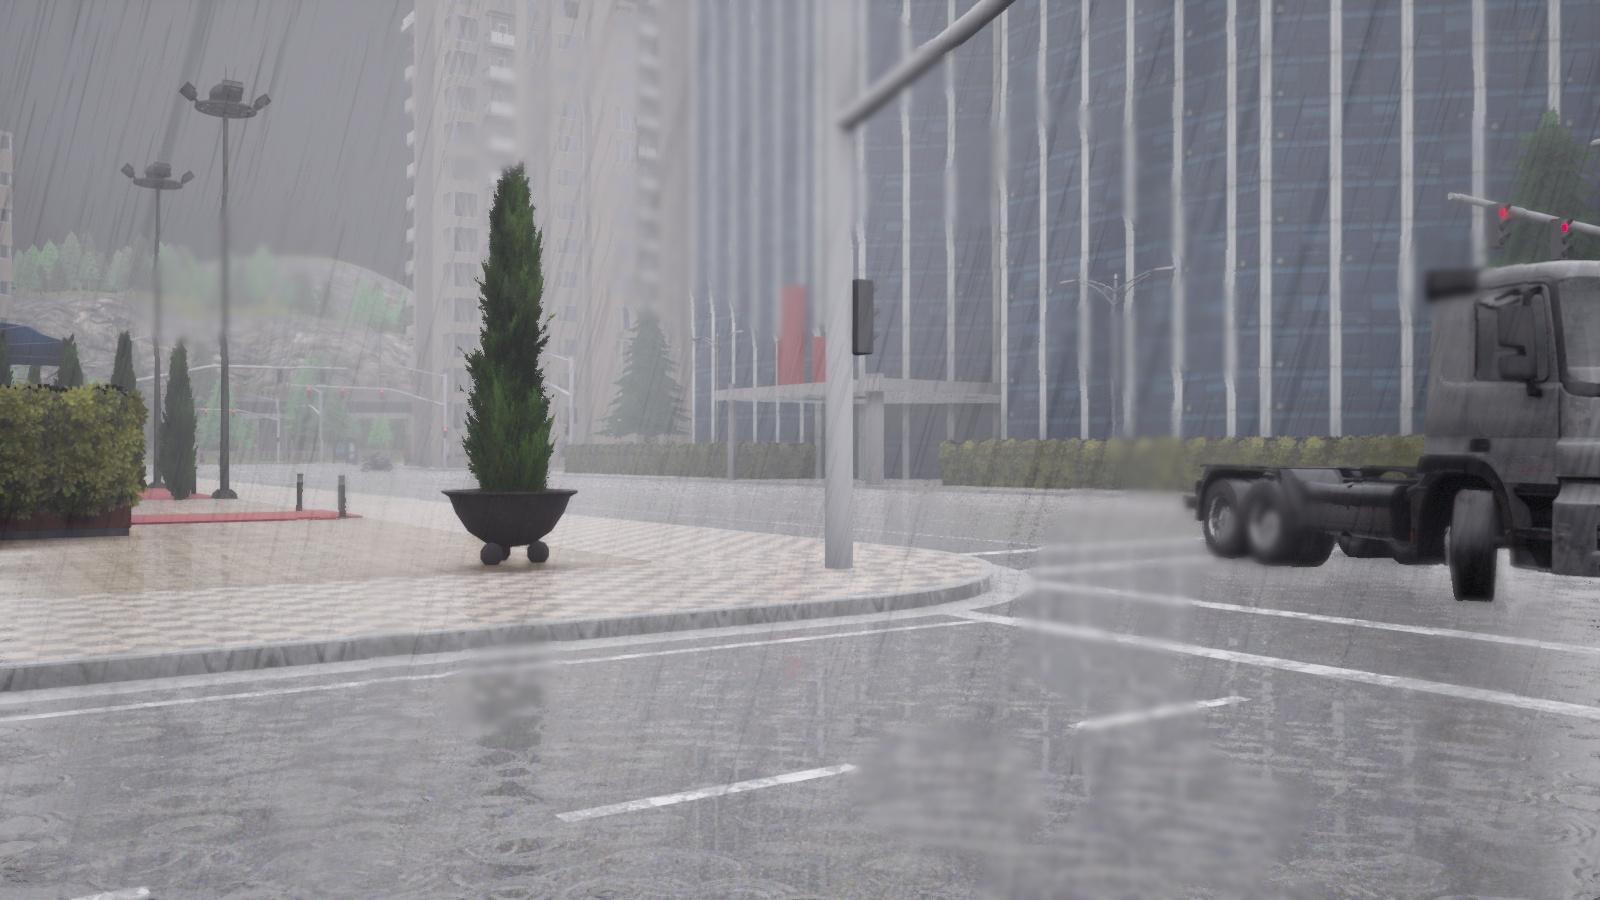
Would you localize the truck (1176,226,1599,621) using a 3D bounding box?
[{"bbox_3d":[7.662,-0.217,15.134,2.891,3.462,7.936,0,0,-8],"label":"truck"}]

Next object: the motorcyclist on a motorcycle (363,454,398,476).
[{"bbox_3d":[-30.052,1.064,90.000,2.191,1.530,0.866,0,-1,-1],"label":"motorcyclist on a motorcycle"}]
